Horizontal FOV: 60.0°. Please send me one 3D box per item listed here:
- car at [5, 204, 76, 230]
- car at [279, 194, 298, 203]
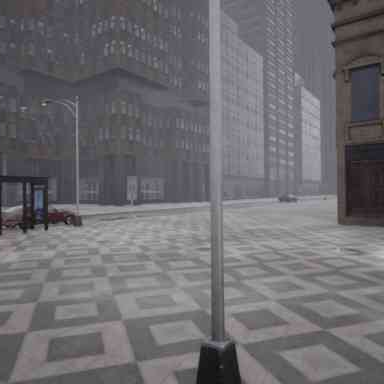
[{"bbox_3d":[-9.330,1.429,20.314,1.812,1.442,4.674,-1,0,35],"label":"car"},{"bbox_3d":[16.446,1.109,56.507,1.882,1.535,5.008,-1,0,35],"label":"car"}]
